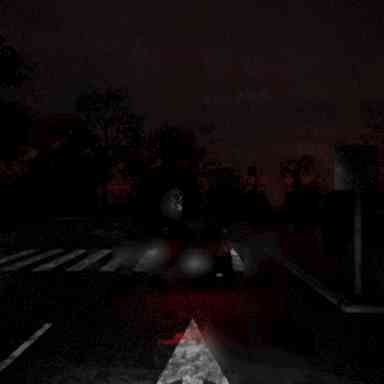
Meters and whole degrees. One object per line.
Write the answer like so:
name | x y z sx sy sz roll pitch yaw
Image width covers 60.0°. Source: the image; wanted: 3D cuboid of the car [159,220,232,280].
car | 0.115 1.600 10.395 1.882 1.535 5.008 0 -1 1

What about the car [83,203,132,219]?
car | -8.566 1.921 33.934 4.892 1.490 1.837 2 -2 -17
